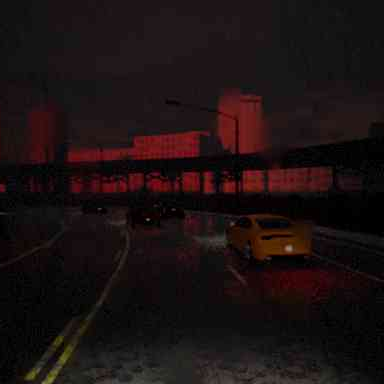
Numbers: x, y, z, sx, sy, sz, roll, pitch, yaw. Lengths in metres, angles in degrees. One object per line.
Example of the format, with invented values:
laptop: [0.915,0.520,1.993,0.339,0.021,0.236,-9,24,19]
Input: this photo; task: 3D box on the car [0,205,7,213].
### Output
car: [-27.521,2.196,45.937,5.357,1.411,2.033,-1,0,38]

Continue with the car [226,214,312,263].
car: [2.588,1.556,12.370,1.882,1.535,5.008,0,0,-7]

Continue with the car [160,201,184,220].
car: [-2.385,1.565,30.406,2.097,1.767,4.553,-1,0,-23]

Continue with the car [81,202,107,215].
car: [-11.687,1.925,39.588,1.994,1.385,4.181,-1,0,-35]

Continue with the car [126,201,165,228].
car: [-3.623,1.669,24.017,1.882,1.535,5.008,0,0,-18]
